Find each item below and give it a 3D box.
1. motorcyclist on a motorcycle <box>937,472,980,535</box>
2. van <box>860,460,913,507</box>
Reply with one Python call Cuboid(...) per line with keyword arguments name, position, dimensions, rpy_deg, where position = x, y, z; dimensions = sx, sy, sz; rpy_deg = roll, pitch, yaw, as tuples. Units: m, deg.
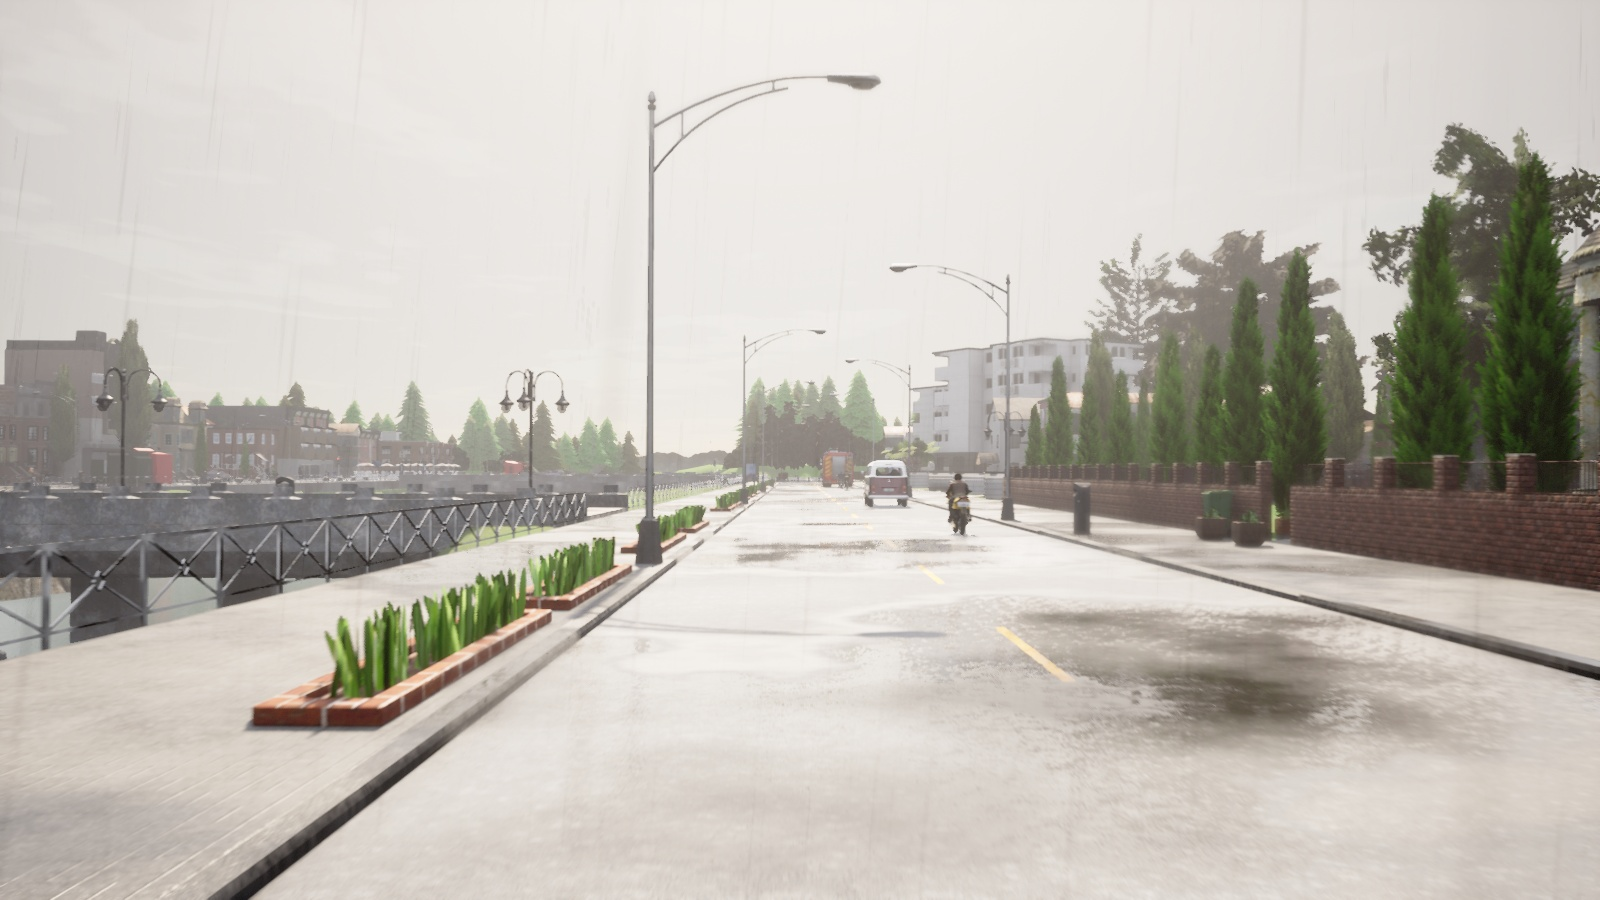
Cuboid(name="motorcyclist on a motorcycle", position=(3.927, 1.303, 31.164), dimensions=(0.797, 1.523, 2.044), rpy_deg=(0, -1, 0))
Cuboid(name="van", position=(3.866, 1.473, 56.802), dimensions=(2.069, 2.038, 4.480), rpy_deg=(0, -1, 0))
